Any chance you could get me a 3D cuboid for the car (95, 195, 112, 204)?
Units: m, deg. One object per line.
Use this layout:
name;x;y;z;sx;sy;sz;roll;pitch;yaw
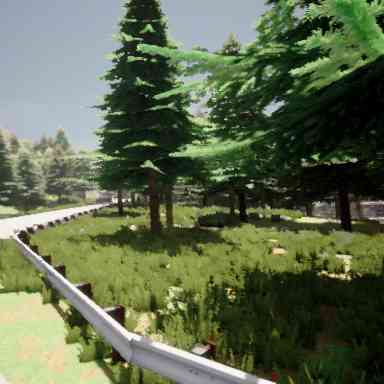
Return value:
car;-15.186;1.328;57.205;1.837;1.490;4.892;-3;1;2
